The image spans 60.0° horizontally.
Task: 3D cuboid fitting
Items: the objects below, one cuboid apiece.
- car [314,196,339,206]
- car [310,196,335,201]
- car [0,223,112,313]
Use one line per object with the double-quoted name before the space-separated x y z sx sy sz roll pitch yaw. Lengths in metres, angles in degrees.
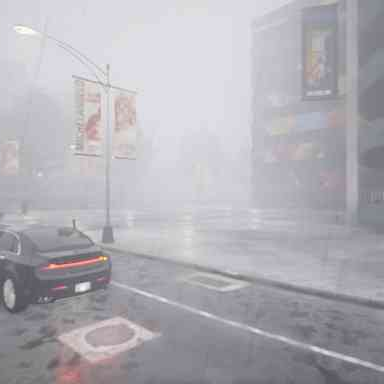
"car" 21.785 1.413 53.933 2.161 1.482 4.786 0 0 43
"car" 16.369 1.320 42.253 2.002 1.452 4.674 0 0 43
"car" -3.791 1.505 7.774 4.892 1.490 1.837 0 0 43
